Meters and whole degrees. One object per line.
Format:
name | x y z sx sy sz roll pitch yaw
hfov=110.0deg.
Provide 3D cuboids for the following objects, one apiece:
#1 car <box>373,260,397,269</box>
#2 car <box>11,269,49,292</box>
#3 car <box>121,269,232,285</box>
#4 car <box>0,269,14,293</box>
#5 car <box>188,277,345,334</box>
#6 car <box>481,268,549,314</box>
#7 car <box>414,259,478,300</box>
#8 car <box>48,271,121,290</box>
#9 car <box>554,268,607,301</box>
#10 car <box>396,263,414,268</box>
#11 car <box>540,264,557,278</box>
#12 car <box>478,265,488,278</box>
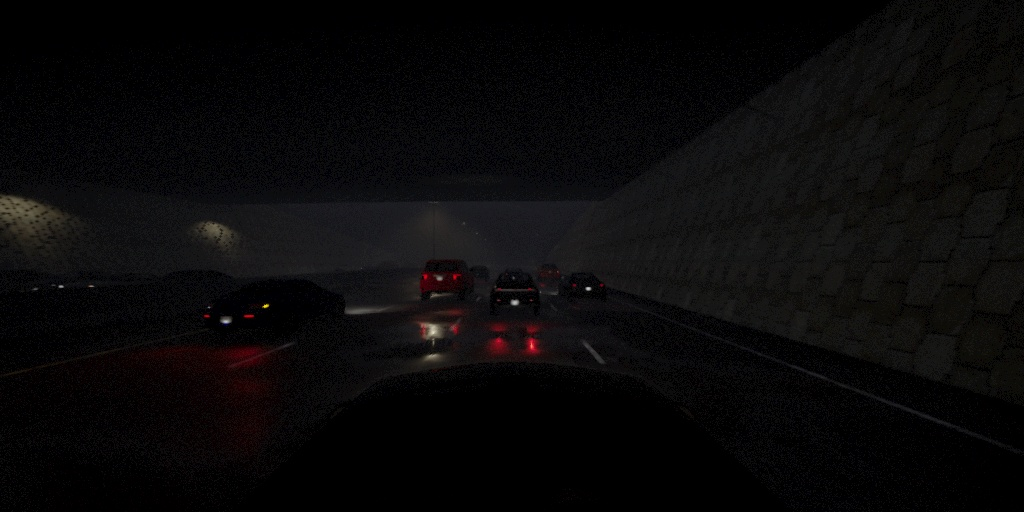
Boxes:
car | -20.937 1.746 60.577 2.150 2.045 5.566 0 -1 1
car | -24.586 1.557 20.501 1.994 1.385 4.181 0 -1 0
car | -17.588 1.487 19.542 1.837 1.490 4.892 0 -1 0
car | -28.088 1.483 19.479 1.837 1.490 4.892 0 -1 0
car | -6.906 1.397 10.967 1.812 1.442 4.674 0 -1 0
car | 0.104 1.413 14.661 2.128 1.511 4.902 0 -1 0
car | -3.388 1.206 19.563 2.150 2.045 5.566 0 -1 0
car | -21.088 1.581 19.475 1.895 1.301 4.718 0 -1 0
car | 3.610 1.543 18.942 1.994 1.385 4.181 0 -1 0
car | -17.443 2.005 60.674 1.882 1.535 5.008 0 -1 1
car | 3.637 1.562 36.385 2.097 1.767 4.553 0 -1 0
car | -3.360 1.703 37.620 1.882 1.535 5.008 0 -1 0
